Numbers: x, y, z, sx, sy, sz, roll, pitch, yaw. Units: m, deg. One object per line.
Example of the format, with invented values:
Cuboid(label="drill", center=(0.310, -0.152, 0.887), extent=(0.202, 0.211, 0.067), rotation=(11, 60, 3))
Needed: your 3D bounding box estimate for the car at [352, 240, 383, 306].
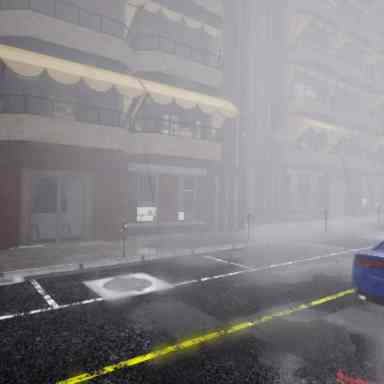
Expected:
Cuboid(label="car", center=(5.374, 1.482, 6.991), extent=(5.008, 1.535, 1.882), rotation=(0, 0, -35))
